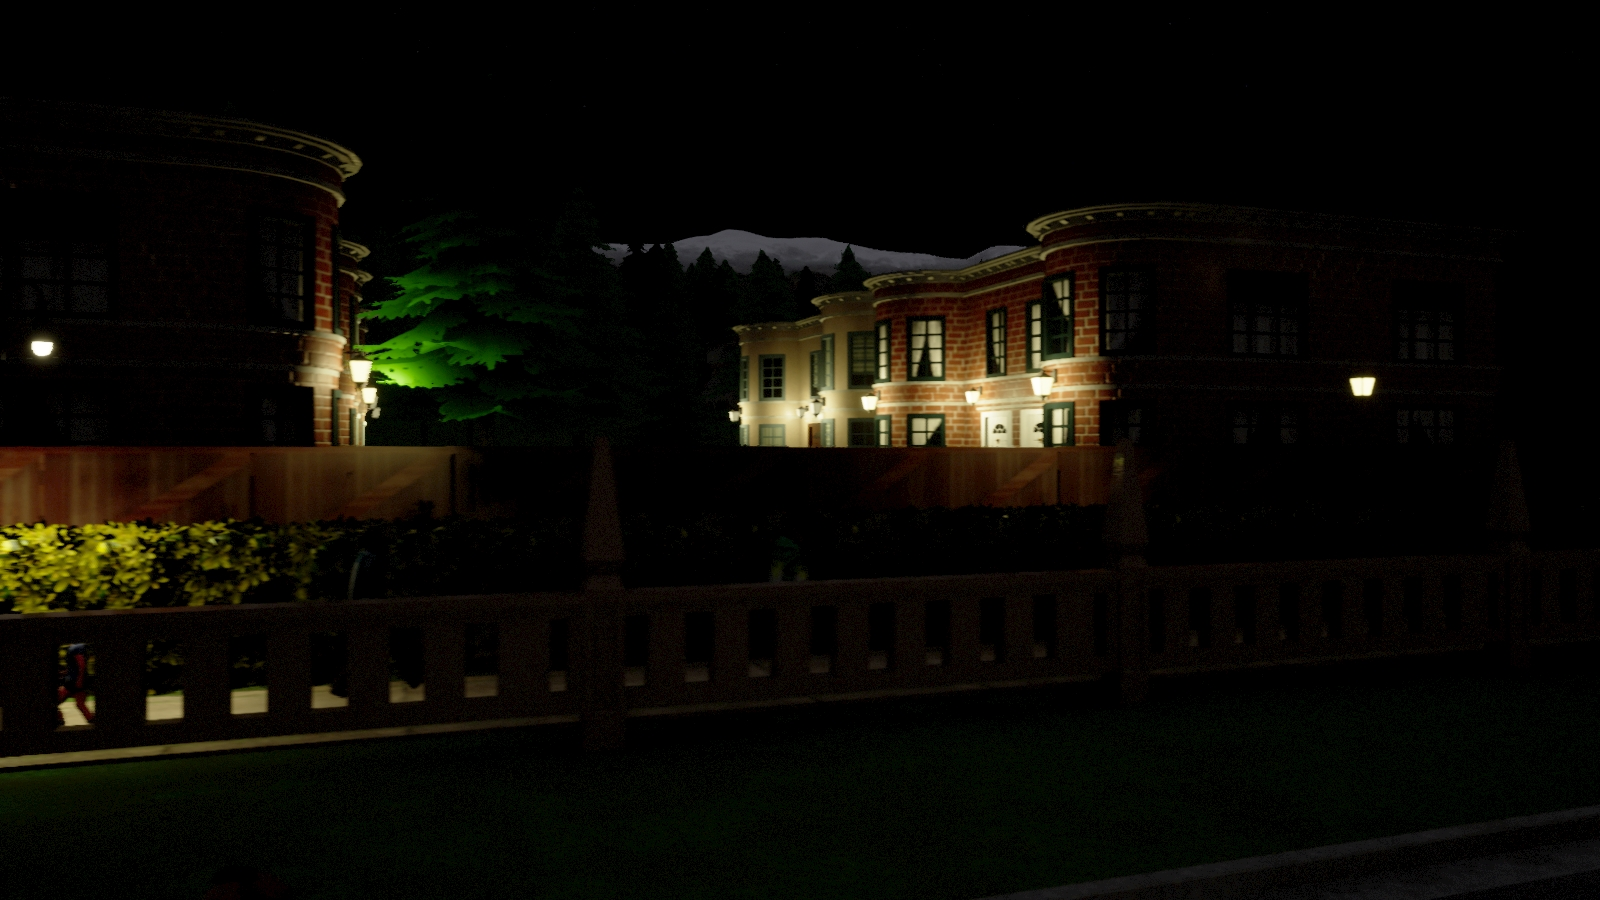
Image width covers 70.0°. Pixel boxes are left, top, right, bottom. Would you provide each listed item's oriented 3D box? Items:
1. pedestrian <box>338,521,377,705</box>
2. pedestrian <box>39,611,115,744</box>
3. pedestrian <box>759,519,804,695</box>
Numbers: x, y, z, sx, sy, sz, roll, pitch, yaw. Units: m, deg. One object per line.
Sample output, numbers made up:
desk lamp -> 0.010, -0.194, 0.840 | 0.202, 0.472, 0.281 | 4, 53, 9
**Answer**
pedestrian -> -4.652, 1.694, 12.012 | 0.375, 1.860, 0.375 | 0, 0, -20
pedestrian -> -6.656, 2.077, 10.533 | 0.500, 1.100, 0.500 | 0, 0, -21
pedestrian -> -0.206, 1.696, 12.507 | 0.375, 1.860, 0.375 | 0, 0, -24
